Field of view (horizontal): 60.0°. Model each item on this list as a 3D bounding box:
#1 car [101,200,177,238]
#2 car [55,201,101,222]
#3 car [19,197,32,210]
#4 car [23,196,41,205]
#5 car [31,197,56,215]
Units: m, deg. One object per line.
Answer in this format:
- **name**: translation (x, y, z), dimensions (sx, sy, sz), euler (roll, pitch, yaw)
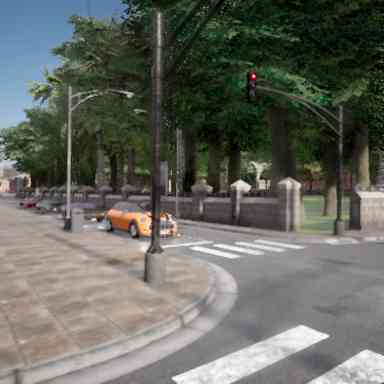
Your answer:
- **car**: translation (-2.647, 1.254, 16.938), dimensions (2.097, 1.767, 4.553), euler (1, -1, -36)
- **car**: translation (-8.180, 1.440, 24.604), dimensions (2.033, 1.411, 5.357), euler (1, 0, -36)
- **car**: translation (-19.885, 1.468, 40.935), dimensions (1.895, 1.301, 4.718), euler (1, 0, -35)
- **car**: translation (-26.855, 1.421, 55.589), dimensions (1.895, 1.301, 4.718), euler (1, 0, -36)
- **car**: translation (-13.997, 1.446, 32.690), dimensions (1.994, 1.385, 4.181), euler (1, -1, -37)
